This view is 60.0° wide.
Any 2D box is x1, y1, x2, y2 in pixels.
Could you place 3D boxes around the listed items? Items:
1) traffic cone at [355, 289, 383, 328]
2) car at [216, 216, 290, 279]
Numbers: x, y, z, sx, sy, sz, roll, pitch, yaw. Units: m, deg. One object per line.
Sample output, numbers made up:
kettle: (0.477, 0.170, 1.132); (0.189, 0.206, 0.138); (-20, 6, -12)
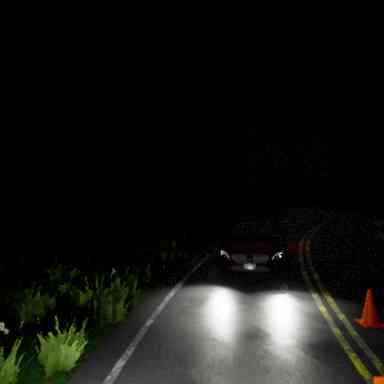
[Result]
traffic cone: (2.994, 1.926, 5.602); (0.340, 0.580, 0.340); (-1, 1, -1)
car: (1.973, 1.509, 10.217); (1.812, 1.442, 4.674); (-1, 0, 15)
